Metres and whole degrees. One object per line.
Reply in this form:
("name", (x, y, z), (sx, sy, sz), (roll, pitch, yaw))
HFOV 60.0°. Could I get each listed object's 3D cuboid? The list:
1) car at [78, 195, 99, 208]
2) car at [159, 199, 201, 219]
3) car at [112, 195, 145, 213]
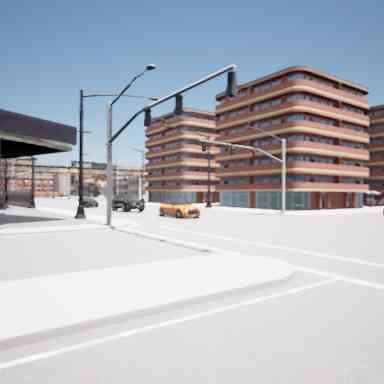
("car", (-15.727, 1.626, 50.636), (1.837, 1.490, 4.892), (1, 0, -36))
("car", (-1.170, 1.477, 30.910), (2.097, 1.767, 4.553), (1, 0, -36))
("car", (-7.688, 1.347, 39.745), (2.150, 2.045, 5.566), (1, -1, -37))
